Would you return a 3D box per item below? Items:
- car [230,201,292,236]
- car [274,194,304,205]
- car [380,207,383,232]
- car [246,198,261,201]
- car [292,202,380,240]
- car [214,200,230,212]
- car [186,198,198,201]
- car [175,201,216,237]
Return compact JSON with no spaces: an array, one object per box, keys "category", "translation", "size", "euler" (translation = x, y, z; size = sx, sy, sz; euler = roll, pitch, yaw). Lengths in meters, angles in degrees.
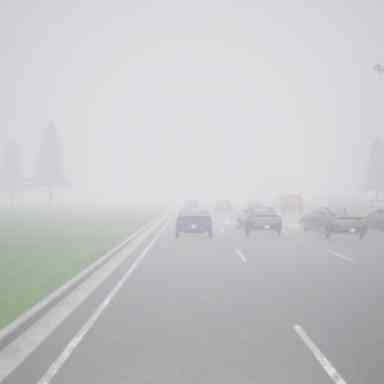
[{"category":"car","translation":[3.588,1.485,18.400],"size":[2.128,1.511,4.902],"euler":[0,0,0]},{"category":"car","translation":[10.502,1.216,36.423],"size":[2.150,2.045,5.566],"euler":[0,0,0]},{"category":"car","translation":[10.589,1.523,17.642],"size":[1.812,1.442,4.674],"euler":[0,0,0]},{"category":"car","translation":[7.014,1.483,38.201],"size":[2.128,1.511,4.902],"euler":[0,0,1]},{"category":"car","translation":[7.090,1.488,17.096],"size":[2.128,1.511,4.902],"euler":[0,0,0]},{"category":"car","translation":[3.514,1.554,38.052],"size":[1.994,1.385,4.181],"euler":[0,0,1]},{"category":"car","translation":[0.022,1.495,38.928],"size":[1.837,1.490,4.892],"euler":[0,0,0]},{"category":"car","translation":[0.090,1.472,18.212],"size":[1.882,1.535,5.008],"euler":[0,0,0]}]
